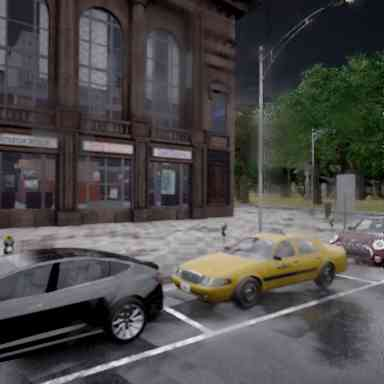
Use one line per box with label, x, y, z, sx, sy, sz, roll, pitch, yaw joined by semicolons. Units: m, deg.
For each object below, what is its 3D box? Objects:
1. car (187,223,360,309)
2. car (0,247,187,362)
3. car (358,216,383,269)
car;1.834;1.583;7.964;4.829;1.417;1.752;1;0;-36
car;-2.452;1.573;4.901;4.313;1.339;1.947;1;0;-36
car;6.397;1.553;11.224;4.097;1.590;1.967;1;0;-36
